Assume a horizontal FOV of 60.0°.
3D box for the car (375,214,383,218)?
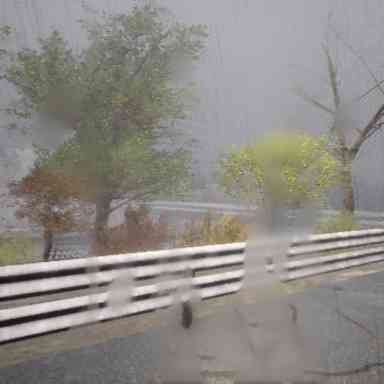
[{"bbox_3d":[32.068,3.937,52.951,5.008,1.535,1.882,3,-2,19],"label":"car"}]
